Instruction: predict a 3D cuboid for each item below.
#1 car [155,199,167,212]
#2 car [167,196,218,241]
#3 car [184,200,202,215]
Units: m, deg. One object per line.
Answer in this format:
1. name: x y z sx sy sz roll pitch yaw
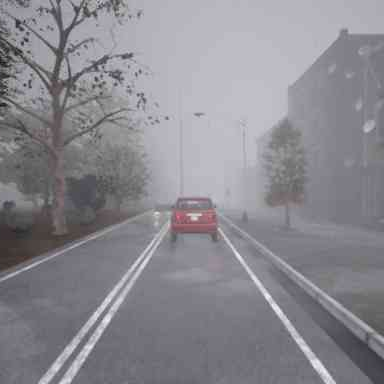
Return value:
1. car: -3.382 1.649 40.582 1.812 1.442 4.674 0 -1 0
2. car: 0.100 1.222 16.897 2.150 2.045 5.566 0 0 0
3. car: 0.069 1.598 35.159 1.812 1.442 4.674 0 0 0
